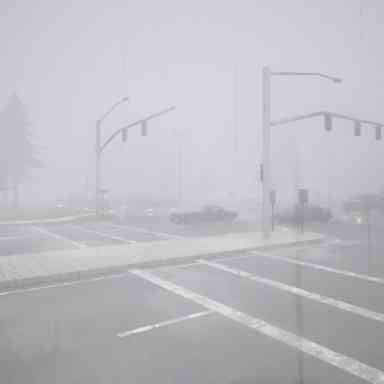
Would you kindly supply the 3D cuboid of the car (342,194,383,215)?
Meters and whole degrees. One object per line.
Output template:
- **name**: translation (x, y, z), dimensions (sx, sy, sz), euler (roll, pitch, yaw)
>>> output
- **car**: translation (18.028, 1.221, 34.737), dimensions (5.566, 2.045, 2.150), euler (0, 0, -35)

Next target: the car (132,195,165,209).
- **car**: translation (-6.250, 1.505, 46.880), dimensions (1.837, 1.490, 4.892), euler (0, 0, -35)

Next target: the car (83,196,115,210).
- **car**: translation (-12.049, 1.505, 42.956), dimensions (1.837, 1.490, 4.892), euler (0, 0, -35)

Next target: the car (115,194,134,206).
- **car**: translation (-11.491, 1.505, 54.371), dimensions (1.837, 1.490, 4.892), euler (0, 0, -35)

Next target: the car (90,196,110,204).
- **car**: translation (-17.345, 1.491, 62.794), dimensions (2.128, 1.511, 4.902), euler (0, 0, -35)

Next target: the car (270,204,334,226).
- **car**: translation (7.722, 1.547, 23.373), dimensions (5.357, 1.411, 2.033), euler (0, 0, -35)

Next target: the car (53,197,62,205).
- **car**: translation (-23.409, 1.564, 59.250), dimensions (1.994, 1.385, 4.181), euler (0, 0, -34)

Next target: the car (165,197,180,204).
- **car**: translation (-3.468, 1.505, 49.008), dimensions (1.837, 1.490, 4.892), euler (0, 0, -35)

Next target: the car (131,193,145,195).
- **car**: translation (-9.006, 1.222, 56.931), dimensions (2.150, 2.045, 5.566), euler (0, 0, -35)

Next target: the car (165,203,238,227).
- **car**: translation (0.791, 1.601, 22.840), dimensions (4.718, 1.301, 1.895), euler (0, 0, -35)

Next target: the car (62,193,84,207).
- **car**: translation (-17.713, 1.221, 51.032), dimensions (2.150, 2.045, 5.566), euler (0, 0, -35)

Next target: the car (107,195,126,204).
- **car**: translation (-14.795, 1.478, 65.282), dimensions (1.882, 1.535, 5.008), euler (0, 0, -34)
